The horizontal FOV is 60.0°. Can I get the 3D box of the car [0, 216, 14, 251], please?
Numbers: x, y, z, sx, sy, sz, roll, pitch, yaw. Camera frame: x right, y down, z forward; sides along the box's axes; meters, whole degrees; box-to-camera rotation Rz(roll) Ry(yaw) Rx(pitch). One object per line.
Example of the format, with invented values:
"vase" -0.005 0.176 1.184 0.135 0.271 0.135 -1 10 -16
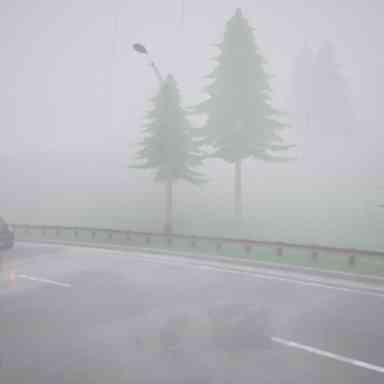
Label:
"car" -9.335 1.467 13.133 4.553 1.767 2.097 0 0 23
